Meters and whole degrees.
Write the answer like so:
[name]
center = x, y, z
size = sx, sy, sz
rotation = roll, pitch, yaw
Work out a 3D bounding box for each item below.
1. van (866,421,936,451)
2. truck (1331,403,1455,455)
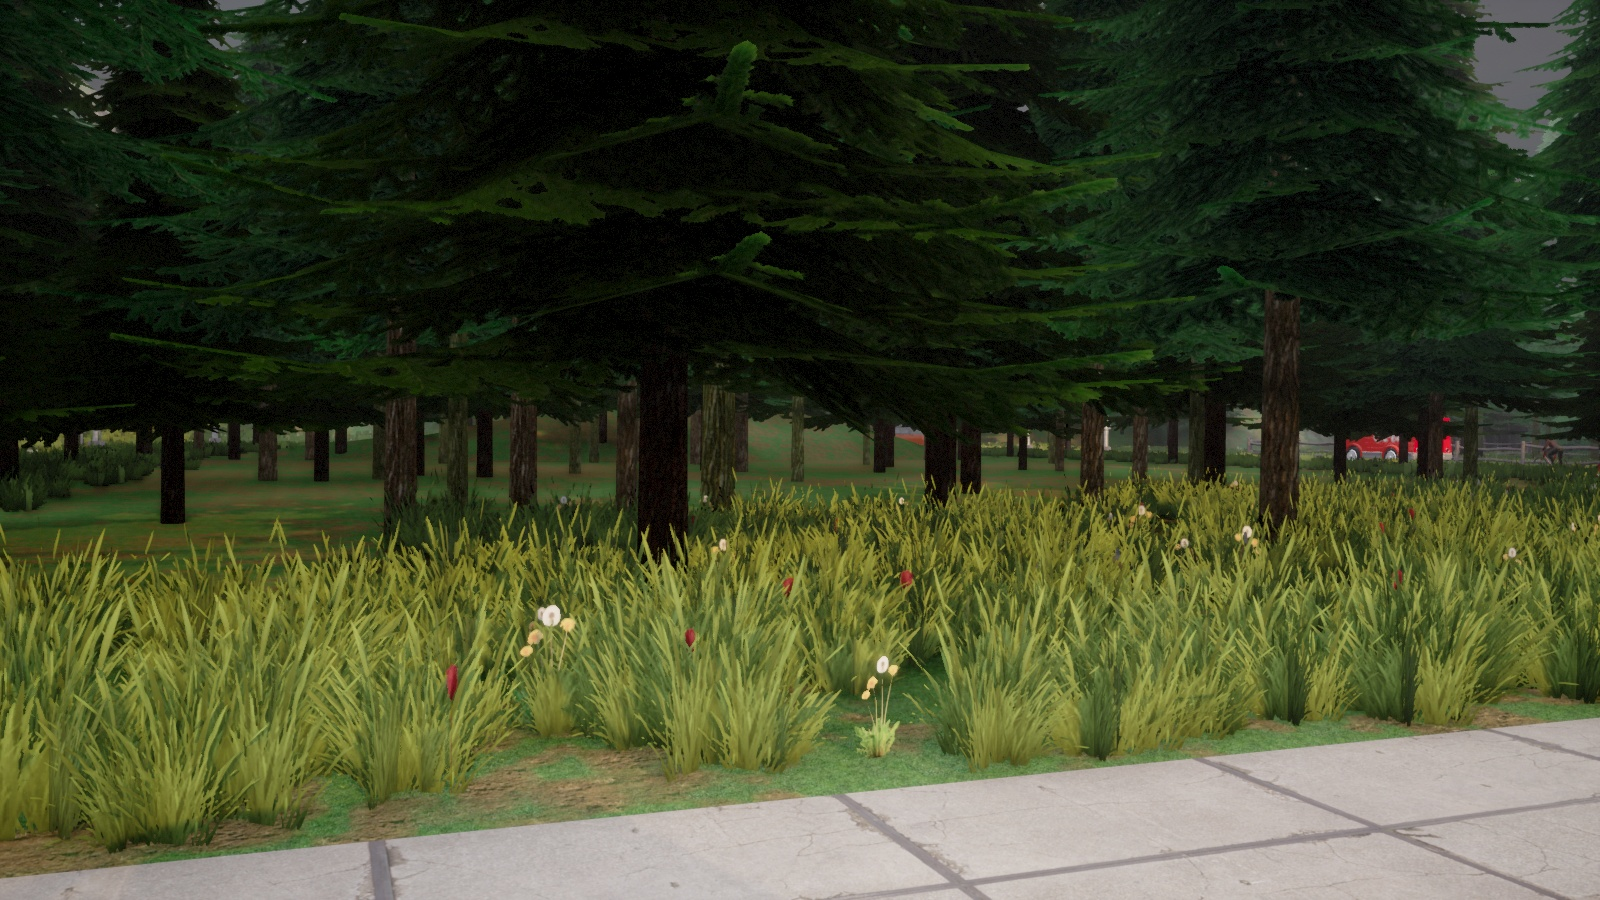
[van]
center = 6.818, -0.930, 84.804
size = 4.442, 1.987, 1.775
rotation = 0, 1, 19
[truck]
center = 29.090, -1.035, 61.830
size = 2.627, 2.467, 5.204
rotation = -1, 1, -20
